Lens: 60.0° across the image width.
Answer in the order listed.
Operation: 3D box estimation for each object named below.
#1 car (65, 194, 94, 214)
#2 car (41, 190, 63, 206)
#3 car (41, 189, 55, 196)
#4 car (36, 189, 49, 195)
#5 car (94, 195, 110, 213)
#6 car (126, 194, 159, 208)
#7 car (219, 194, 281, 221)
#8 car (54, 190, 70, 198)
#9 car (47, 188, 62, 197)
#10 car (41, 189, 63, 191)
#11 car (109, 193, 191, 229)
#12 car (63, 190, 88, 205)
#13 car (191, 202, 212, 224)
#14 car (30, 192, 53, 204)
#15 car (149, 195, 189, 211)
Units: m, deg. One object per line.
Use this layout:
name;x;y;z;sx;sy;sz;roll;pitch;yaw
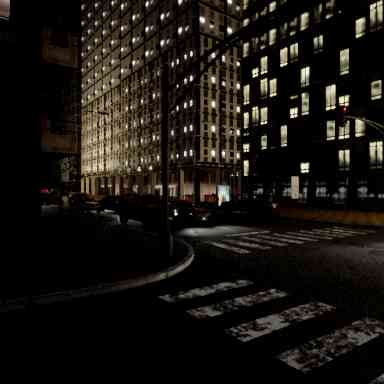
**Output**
car;-9.136;1.067;28.266;1.802;1.307;4.206;2;0;-36
car;-15.669;0.827;37.229;2.008;1.369;4.403;2;0;-36
car;-31.808;0.096;73.597;1.887;1.381;4.507;1;0;-36
car;-35.076;-0.011;78.080;1.887;1.381;4.507;1;0;-36
car;-6.449;0.988;28.954;1.882;1.535;5.008;0;1;-36
car;-5.669;0.965;37.736;1.947;1.339;4.313;1;0;-36
car;4.140;1.027;24.287;2.192;1.841;5.009;1;0;-36
car;-25.274;0.309;64.632;1.887;1.381;4.507;1;0;-36
car;-28.538;0.099;69.114;1.967;1.590;4.097;1;0;-36
car;-25.554;0.382;60.590;1.994;1.385;4.181;0;1;-36
car;-2.595;1.008;19.302;2.192;1.841;5.009;2;0;-36
car;-12.340;0.813;37.053;2.128;1.511;4.902;0;1;-36
car;-0.671;1.220;21.026;1.812;1.442;4.674;0;1;-36
car;-18.936;0.752;41.710;1.802;1.307;4.206;2;0;-36
car;-2.402;1.070;33.253;1.947;1.339;4.313;1;0;-36
